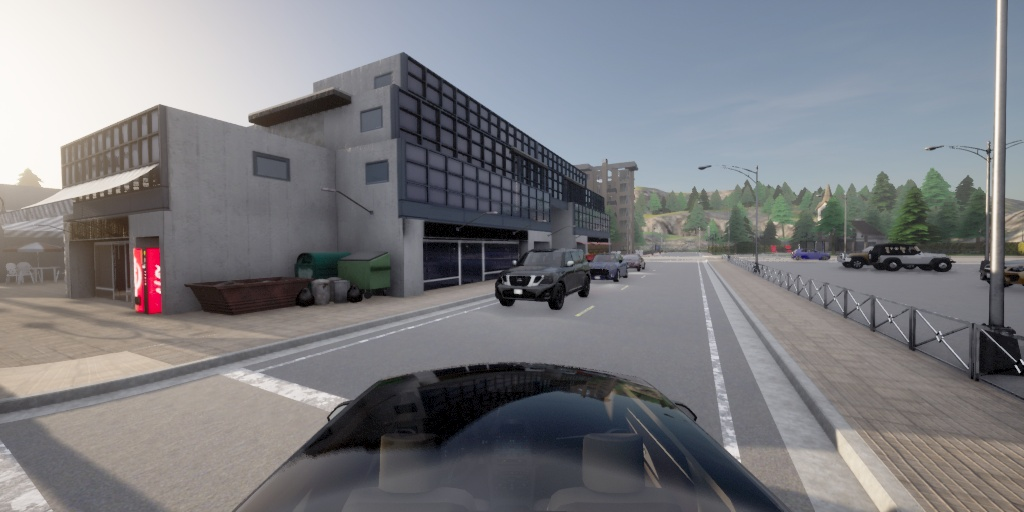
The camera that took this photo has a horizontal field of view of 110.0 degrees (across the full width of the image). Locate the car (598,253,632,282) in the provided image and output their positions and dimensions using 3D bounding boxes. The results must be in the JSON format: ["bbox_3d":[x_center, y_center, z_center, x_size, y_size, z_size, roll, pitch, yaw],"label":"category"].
[{"bbox_3d":[5.935,0.610,22.626,2.097,1.767,4.553,0,1,27],"label":"car"}]

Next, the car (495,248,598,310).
[{"bbox_3d":[1.448,0.720,13.872,2.150,2.045,5.566,0,1,27],"label":"car"}]

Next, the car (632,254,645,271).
[{"bbox_3d":[10.606,0.534,31.730,1.812,1.442,4.674,0,1,27],"label":"car"}]
